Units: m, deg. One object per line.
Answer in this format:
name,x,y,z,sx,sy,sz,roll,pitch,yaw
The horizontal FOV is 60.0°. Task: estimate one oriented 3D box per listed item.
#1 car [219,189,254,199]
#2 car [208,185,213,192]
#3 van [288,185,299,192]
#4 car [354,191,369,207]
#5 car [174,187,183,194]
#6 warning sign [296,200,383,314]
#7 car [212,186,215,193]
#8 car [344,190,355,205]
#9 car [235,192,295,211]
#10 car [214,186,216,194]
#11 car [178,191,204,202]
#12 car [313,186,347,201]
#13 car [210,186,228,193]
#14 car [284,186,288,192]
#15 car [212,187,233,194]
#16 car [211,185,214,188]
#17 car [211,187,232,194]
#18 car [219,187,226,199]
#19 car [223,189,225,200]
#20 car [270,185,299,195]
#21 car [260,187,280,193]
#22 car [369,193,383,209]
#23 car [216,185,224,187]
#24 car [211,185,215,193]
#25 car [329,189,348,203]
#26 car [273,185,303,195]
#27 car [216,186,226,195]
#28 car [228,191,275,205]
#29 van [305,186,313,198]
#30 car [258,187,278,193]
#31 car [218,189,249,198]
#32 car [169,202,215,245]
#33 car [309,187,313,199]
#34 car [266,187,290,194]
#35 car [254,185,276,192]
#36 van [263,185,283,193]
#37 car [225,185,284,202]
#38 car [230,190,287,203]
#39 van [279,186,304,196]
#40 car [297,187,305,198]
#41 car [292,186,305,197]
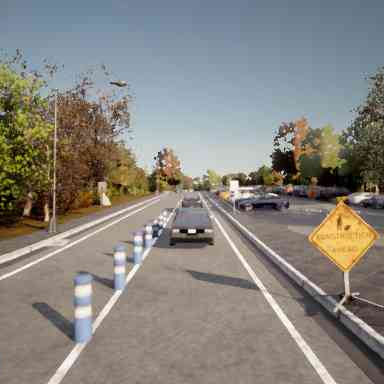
car,7.173,0.267,53.709,5.366,1.575,1.946,0,2,0
car,6.990,-0.278,75.906,5.366,1.575,1.946,0,1,0
van,20.005,-0.108,59.061,4.442,1.987,1.878,0,1,0
car,19.874,0.914,34.174,4.792,1.488,2.163,0,2,0
car,-3.086,-0.338,77.318,2.128,1.511,4.902,0,1,0
warning sign,2.804,1.108,6.144,1.300,1.860,1.060,-3,-2,0
car,7.076,-0.049,67.579,4.792,1.488,2.163,0,1,0
car,19.924,0.835,36.943,4.674,1.452,2.002,0,2,0
car,6.772,1.008,31.517,4.792,1.488,2.163,0,2,0
car,7.088,0.082,62.028,4.792,1.488,2.163,0,1,0
car,0.000,0.932,29.683,2.128,1.511,4.902,0,2,0
car,20.026,0.275,45.239,5.566,2.045,2.435,0,2,0
car,7.260,-0.727,89.778,4.553,1.767,2.185,0,1,0
car,20.142,0.049,61.851,5.008,1.535,2.097,0,1,0
car,7.205,-0.339,78.680,4.892,1.521,2.231,0,1,0
car,7.123,-0.180,73.130,4.792,1.488,2.163,0,1,0
car,7.215,-0.404,81.455,4.892,1.521,2.231,0,1,0
car,6.733,0.527,45.390,5.366,1.575,1.946,0,2,0
car,6.901,0.621,42.614,4.892,1.521,2.231,0,2,0
car,20.202,-0.463,72.922,5.566,2.045,2.435,0,1,0
car,20.345,-0.498,86.775,4.674,1.452,2.002,0,1,0
car,19.913,0.844,31.525,4.553,1.767,2.185,0,2,0
car,7.066,-0.005,59.252,4.553,1.767,2.185,0,1,0
car,7.099,-0.114,70.355,4.792,1.488,2.163,0,1,0
car,19.765,0.702,39.712,5.366,1.575,1.946,0,2,0
car,20.179,-0.398,70.152,5.566,2.045,2.435,0,1,0
car,6.780,0.347,51.060,5.366,1.575,1.946,0,2,0
car,7.057,0.706,39.838,5.366,1.575,1.946,0,2,0
van,20.161,0.120,50.899,4.442,1.987,1.878,0,2,0
car,20.365,-0.604,89.545,5.008,1.535,2.097,0,1,0
car,7.005,0.193,56.477,4.892,1.521,2.231,0,2,0
car,0.000,1.412,14.653,2.033,1.411,5.357,0,1,0
car,19.992,0.467,48.016,4.792,1.488,2.163,0,2,0
car,20.271,-0.343,78.467,5.008,1.535,2.097,0,1,0
car,20.366,-0.923,92.433,5.566,2.045,2.435,0,1,0
van,20.441,-0.702,84.125,4.442,1.987,1.878,0,1,0
car,6.876,0.548,37.056,5.566,2.045,2.435,0,2,0
car,6.830,0.889,34.290,5.008,1.535,2.097,0,2,0
van,20.067,-0.307,67.385,4.442,1.987,1.878,0,1,0
car,20.097,0.292,53.678,4.792,1.488,2.163,0,2,1
car,20.119,0.218,56.316,4.792,1.488,2.163,0,1,0
